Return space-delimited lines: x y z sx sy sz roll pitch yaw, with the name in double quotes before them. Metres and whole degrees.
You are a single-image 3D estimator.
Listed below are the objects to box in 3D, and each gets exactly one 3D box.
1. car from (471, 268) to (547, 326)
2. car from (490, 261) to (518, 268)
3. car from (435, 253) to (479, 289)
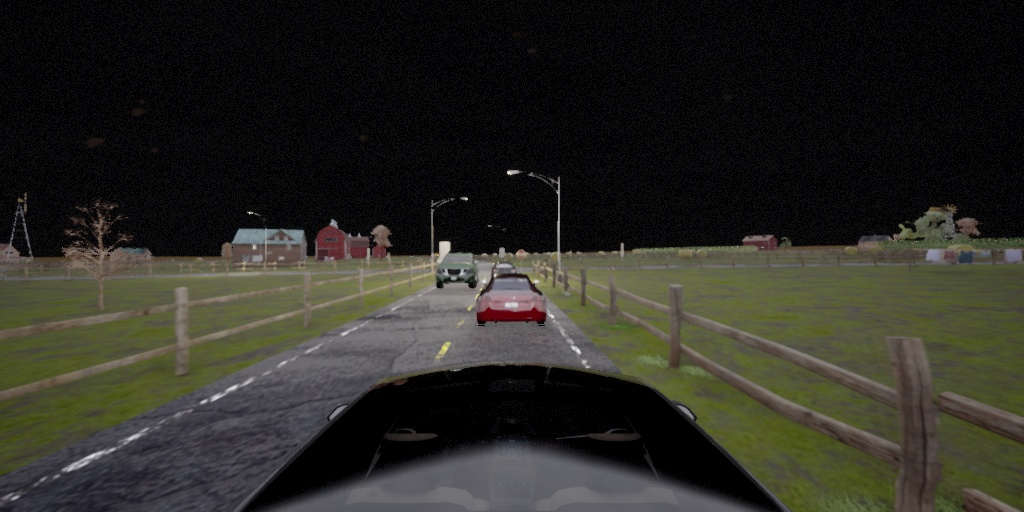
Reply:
"car" -0.050 1.240 11.405 1.994 1.385 4.181 0 0 -1
"car" -0.567 1.105 25.461 1.812 1.442 4.674 0 0 -3
"car" -3.218 0.828 21.974 2.150 2.045 5.566 0 0 -2
